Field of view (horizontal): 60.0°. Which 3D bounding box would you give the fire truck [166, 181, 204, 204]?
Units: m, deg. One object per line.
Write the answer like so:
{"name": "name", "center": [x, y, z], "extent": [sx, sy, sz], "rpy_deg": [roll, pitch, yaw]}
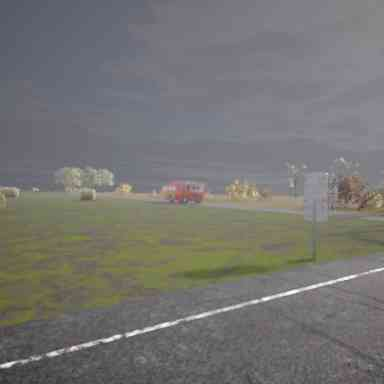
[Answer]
{"name": "fire truck", "center": [-1.325, -0.024, 57.544], "extent": [2.891, 3.827, 8.468], "rpy_deg": [2, 0, -32]}
